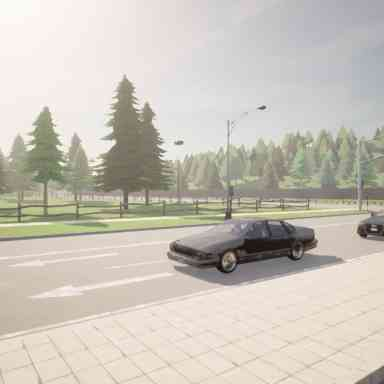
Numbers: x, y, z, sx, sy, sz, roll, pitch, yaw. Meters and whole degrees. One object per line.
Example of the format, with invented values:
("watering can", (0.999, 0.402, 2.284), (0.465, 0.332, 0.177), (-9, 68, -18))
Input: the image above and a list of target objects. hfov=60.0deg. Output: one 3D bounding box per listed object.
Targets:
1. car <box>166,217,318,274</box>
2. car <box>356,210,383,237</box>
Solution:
("car", (1.861, 1.547, 10.826), (5.357, 1.411, 2.033), (0, 0, -35))
("car", (10.102, 1.564, 16.619), (4.181, 1.385, 1.994), (0, 0, -35))
